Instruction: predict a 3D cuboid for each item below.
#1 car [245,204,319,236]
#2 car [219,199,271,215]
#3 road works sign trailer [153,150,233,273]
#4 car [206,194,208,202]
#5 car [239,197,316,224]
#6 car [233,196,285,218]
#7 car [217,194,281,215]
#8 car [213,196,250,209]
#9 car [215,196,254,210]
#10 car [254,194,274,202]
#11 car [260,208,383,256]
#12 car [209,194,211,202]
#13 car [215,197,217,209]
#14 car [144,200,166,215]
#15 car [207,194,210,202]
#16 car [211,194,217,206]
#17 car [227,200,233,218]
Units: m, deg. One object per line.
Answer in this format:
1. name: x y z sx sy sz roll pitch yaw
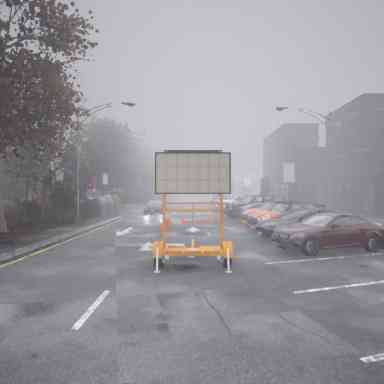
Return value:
1. car: 5.319 1.518 15.917 4.792 1.488 2.163 1 0 -20
2. car: 5.417 1.545 33.927 4.792 1.488 2.163 1 0 -20
3. road works sign trailer: 0.028 0.465 10.667 2.380 3.560 2.880 0 0 0
4. car: 5.618 1.392 70.002 5.566 2.045 2.435 1 0 -20
5. car: 5.393 1.366 18.936 4.553 1.767 2.185 1 0 -20
6. car: 5.409 1.369 21.938 4.553 1.767 2.185 1 0 -20
7. car: 5.399 1.252 27.913 5.566 2.045 2.435 1 0 -20
8. car: 5.484 1.424 45.944 4.553 1.767 2.185 1 0 -20
9. car: 5.467 1.414 42.943 4.553 1.767 2.185 1 0 -20
10. car: 18.633 1.464 85.954 2.435 2.045 5.566 0 0 -21
11. car: 5.336 1.528 12.925 4.674 1.452 2.002 1 0 -20
12. car: 5.579 1.447 51.961 4.553 1.767 2.185 1 0 -20
13. car: 5.253 1.503 30.870 5.366 1.575 1.946 1 0 -20
14. car: -3.846 1.558 34.787 1.812 1.442 4.674 0 0 0
15. car: 5.551 1.584 54.964 5.008 1.535 2.097 1 -1 -20
16. car: 5.440 1.271 36.929 5.566 2.045 2.435 1 0 -20
17. car: 5.389 1.539 24.934 4.674 1.452 2.002 1 0 -20
